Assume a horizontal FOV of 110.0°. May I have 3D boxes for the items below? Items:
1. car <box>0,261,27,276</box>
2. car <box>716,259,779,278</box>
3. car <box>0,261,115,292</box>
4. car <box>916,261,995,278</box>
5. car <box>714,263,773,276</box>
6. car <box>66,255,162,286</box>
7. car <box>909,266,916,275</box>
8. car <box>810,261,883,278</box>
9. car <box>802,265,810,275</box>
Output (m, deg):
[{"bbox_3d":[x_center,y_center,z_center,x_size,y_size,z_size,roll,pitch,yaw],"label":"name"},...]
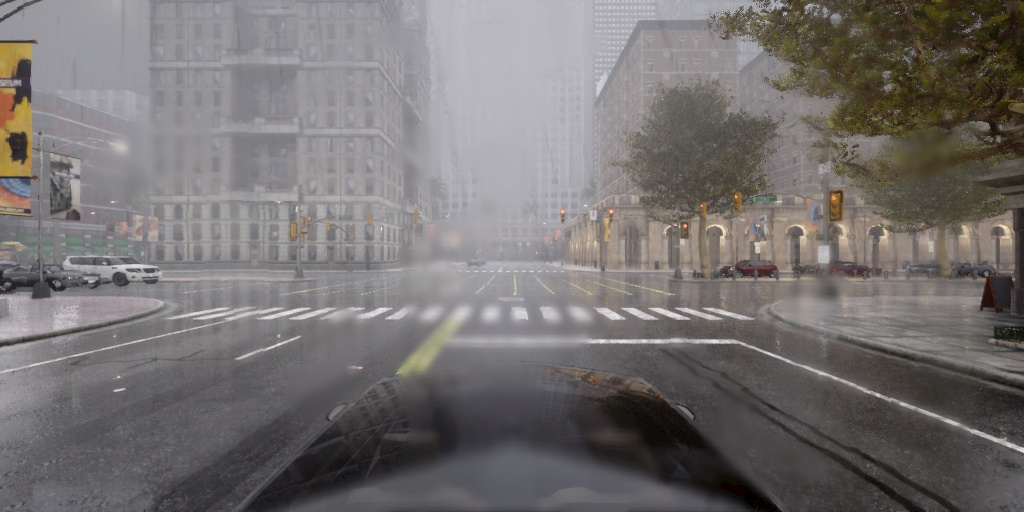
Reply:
[{"bbox_3d":[-52.547,1.255,36.911,4.892,1.490,1.837,0,0,20],"label":"car"},{"bbox_3d":[21.385,1.102,32.485,4.553,1.767,2.097,0,0,0],"label":"car"},{"bbox_3d":[-27.066,1.242,21.030,4.902,1.511,2.128,0,0,0],"label":"car"},{"bbox_3d":[40.360,1.241,32.385,4.902,1.511,2.128,0,0,1],"label":"car"},{"bbox_3d":[23.146,1.351,35.977,4.718,1.301,1.895,0,0,0],"label":"car"},{"bbox_3d":[-27.387,0.971,24.547,5.566,2.045,2.150,0,0,2],"label":"car"},{"bbox_3d":[42.787,1.241,35.867,4.902,1.511,2.128,0,0,1],"label":"car"},{"bbox_3d":[30.373,1.351,32.441,4.718,1.301,1.895,0,0,0],"label":"car"},{"bbox_3d":[32.469,1.255,35.931,4.892,1.490,1.837,0,0,0],"label":"car"}]
